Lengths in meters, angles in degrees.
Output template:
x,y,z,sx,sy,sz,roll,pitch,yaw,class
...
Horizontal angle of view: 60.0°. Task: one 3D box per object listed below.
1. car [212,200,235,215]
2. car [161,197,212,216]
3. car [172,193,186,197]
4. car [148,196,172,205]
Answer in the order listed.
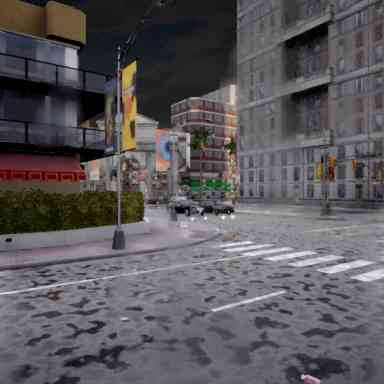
x,y,z,sx,sy,sz,roll,pitch,yaw,class
2.039,1.547,34.455,2.033,1.411,5.357,0,0,-35,car
-0.645,1.492,32.190,2.128,1.511,4.902,0,0,-35,car
-2.554,1.221,62.282,2.150,2.045,5.566,0,0,-15,car
-6.266,1.505,59.597,1.837,1.490,4.892,0,0,-44,car
